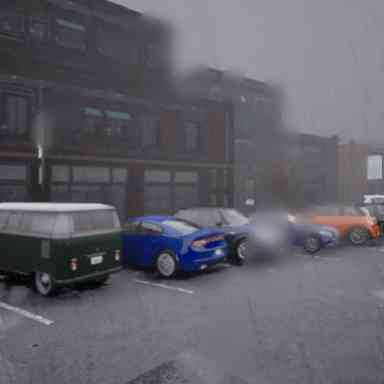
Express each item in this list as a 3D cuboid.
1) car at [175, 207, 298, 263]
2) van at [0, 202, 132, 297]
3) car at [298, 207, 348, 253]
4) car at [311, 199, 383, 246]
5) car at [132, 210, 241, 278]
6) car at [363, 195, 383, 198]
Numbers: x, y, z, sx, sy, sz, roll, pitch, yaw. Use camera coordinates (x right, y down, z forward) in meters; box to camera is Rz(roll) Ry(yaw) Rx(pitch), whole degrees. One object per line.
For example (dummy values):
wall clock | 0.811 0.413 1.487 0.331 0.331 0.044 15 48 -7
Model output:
car | 1.097 1.347 11.966 4.553 1.767 2.185 -1 -1 34
van | -3.876 1.260 8.521 4.442 1.987 1.878 -1 0 34
car | 3.569 1.507 13.681 4.674 1.452 2.002 -1 -1 35
car | 6.041 1.337 15.396 4.553 1.767 2.185 -1 0 35
car | -1.326 1.478 10.191 5.008 1.535 2.097 -1 0 35
car | 13.390 1.201 20.617 5.566 2.045 2.435 -1 -1 35
